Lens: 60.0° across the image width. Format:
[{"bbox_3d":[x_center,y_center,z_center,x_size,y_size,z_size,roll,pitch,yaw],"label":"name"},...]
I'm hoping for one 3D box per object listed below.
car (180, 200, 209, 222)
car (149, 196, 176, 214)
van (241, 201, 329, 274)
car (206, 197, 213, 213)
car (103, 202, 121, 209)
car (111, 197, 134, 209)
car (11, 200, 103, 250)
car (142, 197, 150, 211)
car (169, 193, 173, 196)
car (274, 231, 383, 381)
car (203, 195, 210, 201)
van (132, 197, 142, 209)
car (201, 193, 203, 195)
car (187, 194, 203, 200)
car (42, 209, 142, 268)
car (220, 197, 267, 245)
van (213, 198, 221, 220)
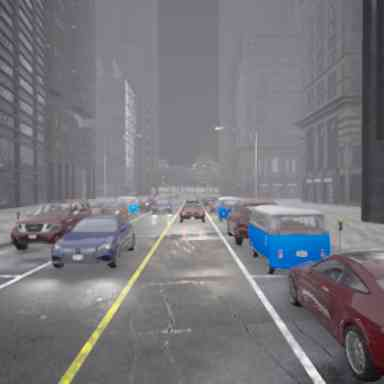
[{"bbox_3d":[0.056,1.569,25.729,1.895,1.301,4.718,0,0,0],"label":"car"},{"bbox_3d":[-3.035,1.480,35.052,1.812,1.442,4.674,0,0,0],"label":"car"},{"bbox_3d":[2.768,1.329,10.265,1.690,1.788,3.998,-1,0,0],"label":"van"},{"bbox_3d":[2.746,1.535,35.191,1.802,1.307,4.206,-1,0,0],"label":"car"},{"bbox_3d":[-5.776,1.522,19.443,1.887,1.381,4.507,-1,0,0],"label":"car"},{"bbox_3d":[-5.778,1.411,24.329,1.967,1.590,4.097,-1,0,0],"label":"car"},{"bbox_3d":[-5.778,1.299,14.556,2.192,1.841,5.009,-1,0,0],"label":"car"},{"bbox_3d":[-5.781,1.389,39.166,1.967,1.590,4.097,-1,0,0],"label":"car"},{"bbox_3d":[-5.786,1.428,71.434,2.008,1.369,4.403,-1,0,0],"label":"car"},{"bbox_3d":[2.766,1.575,5.177,1.802,1.307,4.206,-1,0,0],"label":"car"},{"bbox_3d":[2.743,1.493,50.798,1.947,1.339,4.313,-1,0,0],"label":"car"},{"bbox_3d":[-5.781,1.305,29.215,1.690,1.788,3.998,-1,0,0],"label":"van"},{"bbox_3d":[2.741,1.455,61.204,2.008,1.369,4.403,-1,0,0],"label":"car"},{"bbox_3d":[0.075,1.417,44.393,1.882,1.535,5.008,0,0,0],"label":"car"},{"bbox_3d":[-3.090,1.513,11.361,1.812,1.442,4.674,0,0,0],"label":"car"},{"bbox_3d":[2.773,1.296,15.352,2.192,1.841,5.009,-1,0,0],"label":"car"},{"bbox_3d":[2.783,1.308,25.527,1.690,1.788,3.998,-1,0,0],"label":"van"}]
